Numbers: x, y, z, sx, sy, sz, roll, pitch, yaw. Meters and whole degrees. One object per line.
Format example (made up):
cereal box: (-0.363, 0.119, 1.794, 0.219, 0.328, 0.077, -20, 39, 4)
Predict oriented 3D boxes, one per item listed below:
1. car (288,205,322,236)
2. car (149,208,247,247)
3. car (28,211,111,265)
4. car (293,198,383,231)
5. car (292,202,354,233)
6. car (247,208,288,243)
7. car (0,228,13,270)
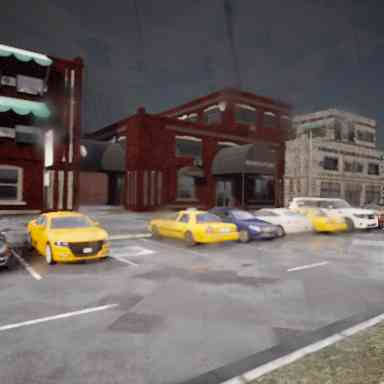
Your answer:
car: (4.376, 1.619, 18.426, 2.002, 1.452, 4.674, 1, 0, -35)
car: (-0.157, 1.520, 15.435, 1.946, 1.575, 5.366, 1, 0, -35)
car: (-4.583, 1.488, 12.070, 2.097, 1.535, 5.008, 0, 0, -35)
car: (8.921, 1.415, 21.623, 2.435, 2.045, 5.566, 1, -1, -35)
car: (6.528, 1.617, 20.186, 1.946, 1.575, 5.366, 1, -1, -35)
car: (2.206, 1.588, 16.891, 2.002, 1.452, 4.674, 1, 0, -35)
car: (-6.950, 1.475, 10.389, 2.231, 1.521, 4.892, 0, 0, -35)
